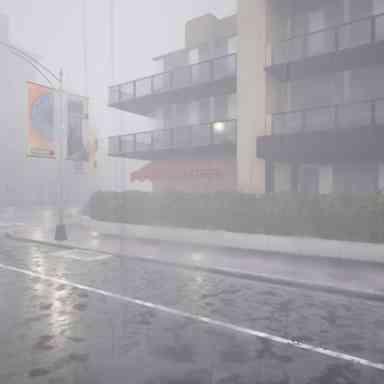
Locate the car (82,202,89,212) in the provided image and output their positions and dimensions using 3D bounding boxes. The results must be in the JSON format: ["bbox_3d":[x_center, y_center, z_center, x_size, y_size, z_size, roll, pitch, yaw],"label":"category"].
[{"bbox_3d":[-10.208,1.525,37.772,1.812,1.442,4.674,0,0,35],"label":"car"}]
